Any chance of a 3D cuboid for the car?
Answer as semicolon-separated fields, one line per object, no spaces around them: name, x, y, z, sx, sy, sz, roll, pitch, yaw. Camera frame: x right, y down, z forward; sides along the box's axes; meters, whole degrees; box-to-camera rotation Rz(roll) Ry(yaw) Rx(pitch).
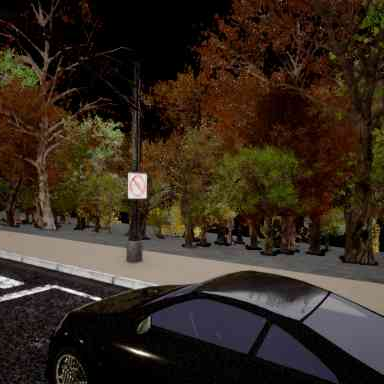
car;0.374;1.564;3.420;4.181;1.385;1.994;0;0;36
